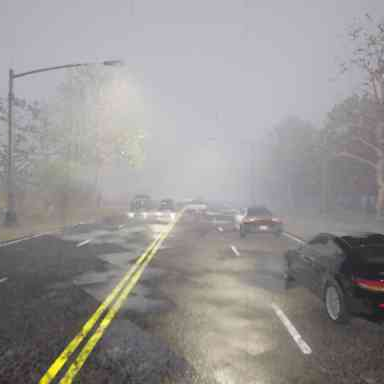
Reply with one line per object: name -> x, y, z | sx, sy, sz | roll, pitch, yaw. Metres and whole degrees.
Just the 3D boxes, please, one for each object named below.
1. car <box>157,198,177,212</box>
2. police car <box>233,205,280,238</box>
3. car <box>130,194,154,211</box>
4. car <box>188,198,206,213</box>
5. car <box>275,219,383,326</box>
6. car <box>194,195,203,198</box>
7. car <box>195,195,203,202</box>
car -> -2.828, 1.519, 38.549 | 1.837, 1.490, 4.892 | 0, -1, 2
police car -> 3.342, 1.503, 17.854 | 2.038, 1.542, 4.974 | 0, 0, 1
car -> -6.023, 1.229, 40.393 | 2.150, 2.045, 5.566 | 0, 0, 1
car -> 0.482, 1.615, 36.457 | 1.895, 1.301, 4.718 | 0, 0, -2
car -> 3.265, 1.512, 6.886 | 1.812, 1.442, 4.674 | 0, -1, 0
car -> 0.905, 1.532, 52.658 | 2.033, 1.411, 5.357 | -2, 1, 2
car -> 1.615, 1.476, 74.067 | 1.812, 1.442, 4.674 | 0, 0, 3
